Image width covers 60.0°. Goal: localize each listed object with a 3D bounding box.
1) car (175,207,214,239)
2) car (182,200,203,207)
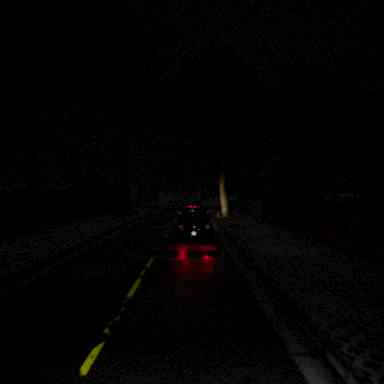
[{"bbox_3d":[0.086,1.690,18.044,1.895,1.301,4.718,0,0,0],"label":"car"},{"bbox_3d":[0.078,1.618,34.070,1.837,1.490,4.892,0,-1,0],"label":"car"}]
